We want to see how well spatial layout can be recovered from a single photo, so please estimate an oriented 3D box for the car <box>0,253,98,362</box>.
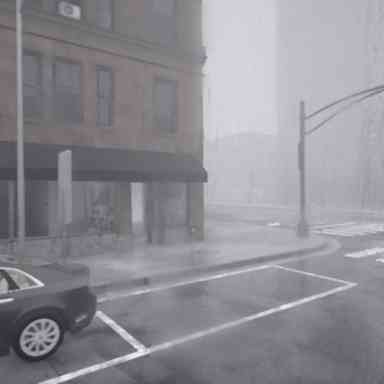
[{"bbox_3d":[-3.472,1.555,4.284,4.403,1.369,2.008,-1,0,-36],"label":"car"}]
